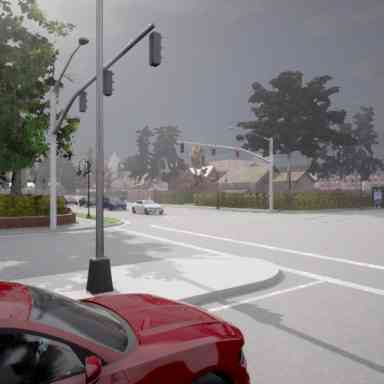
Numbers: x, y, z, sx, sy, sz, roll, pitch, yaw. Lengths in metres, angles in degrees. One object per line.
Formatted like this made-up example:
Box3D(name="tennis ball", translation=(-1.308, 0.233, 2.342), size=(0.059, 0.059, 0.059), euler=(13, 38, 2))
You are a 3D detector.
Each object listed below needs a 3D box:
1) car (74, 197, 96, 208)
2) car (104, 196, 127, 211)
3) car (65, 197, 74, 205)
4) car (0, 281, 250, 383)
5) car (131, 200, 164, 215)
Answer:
Box3D(name="car", translation=(-15.284, 1.505, 49.002), size=(1.837, 1.490, 4.892), euler=(0, 0, -36))
Box3D(name="car", translation=(-9.888, 1.352, 41.550), size=(2.097, 1.767, 4.553), euler=(0, 0, -36))
Box3D(name="car", translation=(-21.085, 1.564, 57.063), size=(1.994, 1.385, 4.181), euler=(0, 0, -34))
Box3D(name="car", translation=(-1.737, 1.478, 2.530), size=(5.008, 1.535, 1.882), euler=(0, 0, -35))
Box3D(name="car", translation=(-4.678, 1.526, 34.349), size=(1.812, 1.442, 4.674), euler=(0, 0, -35))
